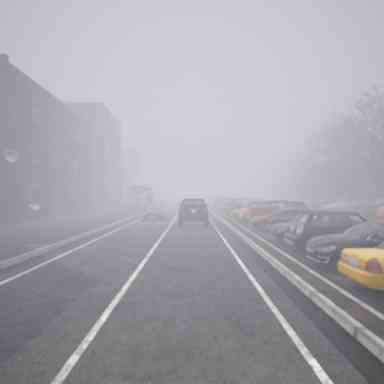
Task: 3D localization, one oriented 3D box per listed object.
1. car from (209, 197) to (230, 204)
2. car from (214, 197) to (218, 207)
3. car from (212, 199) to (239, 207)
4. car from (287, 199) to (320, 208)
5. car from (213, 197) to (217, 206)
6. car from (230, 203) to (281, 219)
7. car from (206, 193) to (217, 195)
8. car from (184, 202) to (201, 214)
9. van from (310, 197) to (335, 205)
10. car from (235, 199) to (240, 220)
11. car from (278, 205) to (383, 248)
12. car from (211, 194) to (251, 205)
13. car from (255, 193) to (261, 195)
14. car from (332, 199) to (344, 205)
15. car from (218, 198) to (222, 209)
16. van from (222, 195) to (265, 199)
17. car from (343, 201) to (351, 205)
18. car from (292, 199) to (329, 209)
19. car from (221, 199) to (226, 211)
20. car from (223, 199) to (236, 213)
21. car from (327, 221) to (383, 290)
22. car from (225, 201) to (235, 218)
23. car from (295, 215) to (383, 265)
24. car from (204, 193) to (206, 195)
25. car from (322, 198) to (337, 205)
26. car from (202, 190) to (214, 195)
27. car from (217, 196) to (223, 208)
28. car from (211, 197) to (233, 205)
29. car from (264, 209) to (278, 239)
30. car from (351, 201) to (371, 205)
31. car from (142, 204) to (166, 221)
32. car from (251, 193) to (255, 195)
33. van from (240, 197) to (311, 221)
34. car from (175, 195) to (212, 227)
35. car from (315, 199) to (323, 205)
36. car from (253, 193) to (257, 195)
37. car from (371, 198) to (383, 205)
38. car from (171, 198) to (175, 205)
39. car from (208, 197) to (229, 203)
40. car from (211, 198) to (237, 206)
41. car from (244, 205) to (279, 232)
[{"bbox_3d":[6.412,2.005,77.399,4.792,1.488,2.163,0,1,0],"label":"car"},{"bbox_3d":[6.470,1.963,49.543,5.366,1.575,1.946,0,0,0],"label":"car"},{"bbox_3d":[6.329,2.055,63.465,5.008,1.535,2.097,0,0,0],"label":"car"},{"bbox_3d":[19.389,2.029,58.012,5.008,1.535,2.097,0,0,0],"label":"car"},{"bbox_3d":[6.289,1.987,52.327,5.008,1.535,2.097,0,0,0],"label":"car"},{"bbox_3d":[6.229,1.874,32.843,4.674,1.452,2.002,0,0,0],"label":"car"},{"bbox_3d":[6.371,1.757,82.971,4.553,1.767,2.185,0,1,0],"label":"car"},{"bbox_3d":[0.070,1.953,42.245,1.994,1.385,4.181,0,0,0],"label":"car"},{"bbox_3d":[19.248,1.739,49.536,4.442,1.987,1.878,0,0,0],"label":"van"},{"bbox_3d":[6.175,1.660,27.279,4.553,1.767,2.185,0,0,0],"label":"car"},{"bbox_3d":[6.126,1.534,13.363,4.553,1.767,2.185,0,-1,0],"label":"car"},{"bbox_3d":[6.333,1.757,55.112,5.566,2.045,2.435,0,0,0],"label":"car"},{"bbox_3d":[19.487,1.818,85.899,5.008,1.535,2.097,0,1,0],"label":"car"},{"bbox_3d":[19.332,1.878,38.394,4.892,1.521,2.231,0,0,0],"label":"car"},{"bbox_3d":[6.272,1.924,43.977,4.892,1.521,2.231,0,0,0],"label":"car"},{"bbox_3d":[6.372,1.675,41.195,4.442,1.987,1.878,0,0,0],"label":"van"},{"bbox_3d":[19.344,1.885,35.611,4.792,1.488,2.163,0,0,0],"label":"car"},{"bbox_3d":[19.570,2.004,55.103,5.366,1.575,1.946,0,0,0],"label":"car"},{"bbox_3d":[6.251,1.879,38.410,5.008,1.535,2.097,0,0,0],"label":"car"},{"bbox_3d":[6.231,1.856,35.627,5.008,1.535,2.097,0,0,0],"label":"car"},{"bbox_3d":[6.323,1.601,7.794,5.366,1.575,1.946,0,-1,0],"label":"car"},{"bbox_3d":[6.031,1.807,30.061,5.366,1.575,1.946,0,0,0],"label":"car"},{"bbox_3d":[6.154,1.633,10.577,4.892,1.521,2.231,0,-1,0],"label":"car"},{"bbox_3d":[6.425,1.677,91.332,4.892,1.521,2.231,0,2,0],"label":"car"},{"bbox_3d":[19.341,1.900,41.179,5.008,1.535,2.097,0,0,0],"label":"car"},{"bbox_3d":[6.470,1.334,94.112,5.566,2.045,2.435,0,2,0],"label":"car"},{"bbox_3d":[6.244,1.820,46.886,4.553,1.767,2.185,0,0,0],"label":"car"},{"bbox_3d":[6.394,1.907,71.830,4.553,1.767,2.185,0,0,0],"label":"car"},{"bbox_3d":[6.170,1.725,16.144,4.674,1.452,2.002,0,-1,0],"label":"car"},{"bbox_3d":[19.278,1.581,32.826,5.566,2.045,2.435,0,0,0],"label":"car"},{"bbox_3d":[-3.356,1.819,30.259,1.812,1.442,4.674,0,0,0],"label":"car"},{"bbox_3d":[19.697,1.670,91.343,5.366,1.575,1.946,0,2,0],"label":"car"},{"bbox_3d":[6.080,1.536,24.559,4.442,1.987,1.878,0,0,0],"label":"van"},{"bbox_3d":[0.099,1.467,25.050,2.150,2.045,5.566,0,-1,0],"label":"car"},{"bbox_3d":[19.348,1.962,43.964,4.674,1.452,2.002,0,0,0],"label":"car"},{"bbox_3d":[19.473,1.779,88.690,4.792,1.488,2.163,0,2,0],"label":"car"},{"bbox_3d":[19.265,1.683,30.041,4.553,1.767,2.185,0,-1,0],"label":"car"},{"bbox_3d":[-3.386,1.971,70.849,1.812,1.442,4.674,0,0,0],"label":"car"},{"bbox_3d":[6.363,1.963,80.187,4.792,1.488,2.163,0,1,0],"label":"car"},{"bbox_3d":[6.337,2.056,66.255,5.008,1.535,2.097,0,0,0],"label":"car"},{"bbox_3d":[6.158,1.766,21.710,4.792,1.488,2.163,0,-1,0],"label":"car"}]
